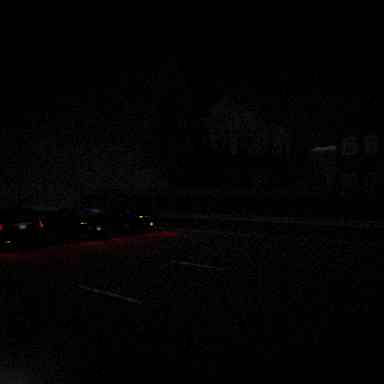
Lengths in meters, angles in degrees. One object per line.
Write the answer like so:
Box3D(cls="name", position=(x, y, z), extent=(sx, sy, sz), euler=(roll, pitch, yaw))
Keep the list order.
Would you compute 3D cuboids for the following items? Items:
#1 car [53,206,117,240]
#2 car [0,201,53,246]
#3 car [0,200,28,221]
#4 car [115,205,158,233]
Box3D(cls="car", position=(-6.236, 1.532, 16.916), extent=(4.674, 1.442, 1.812), euler=(0, 0, 36))
Box3D(cls="car", position=(-8.244, 1.365, 14.049), extent=(4.553, 1.767, 2.097), euler=(0, 0, 36))
Box3D(cls="car", position=(-16.415, 1.494, 28.476), extent=(4.902, 1.511, 2.128), euler=(0, 0, 36))
Box3D(cls="car", position=(-4.204, 1.515, 19.765), extent=(4.892, 1.490, 1.837), euler=(0, 0, 36))
